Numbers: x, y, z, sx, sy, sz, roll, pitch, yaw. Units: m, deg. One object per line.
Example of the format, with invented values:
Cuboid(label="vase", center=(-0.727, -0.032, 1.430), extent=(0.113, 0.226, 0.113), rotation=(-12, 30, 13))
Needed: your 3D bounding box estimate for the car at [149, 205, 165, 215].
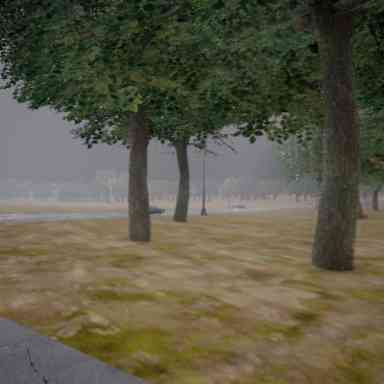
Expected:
Cuboid(label="car", center=(-6.082, 2.524, 46.791), extent=(2.033, 1.411, 5.357), rotation=(0, -2, 37))

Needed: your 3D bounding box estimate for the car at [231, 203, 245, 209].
Cuboid(label="car", center=(11.308, 3.458, 81.799), extent=(1.882, 1.535, 5.008), rotation=(0, -1, 37))
